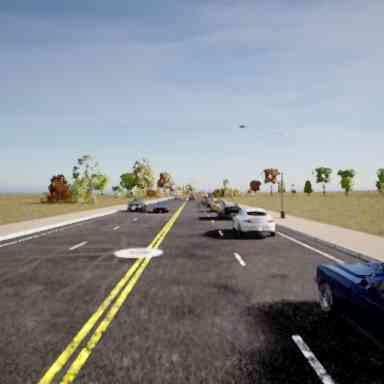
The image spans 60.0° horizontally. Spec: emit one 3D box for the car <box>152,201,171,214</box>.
[{"bbox_3d":[-3.342,1.677,37.768,2.033,1.411,5.357,0,0,0],"label":"car"}]

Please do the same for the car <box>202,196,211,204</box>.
[{"bbox_3d":[3.257,1.700,73.819,1.801,1.575,5.366,0,0,0],"label":"car"}]

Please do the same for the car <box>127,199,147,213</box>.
[{"bbox_3d":[-6.587,1.629,40.035,2.128,1.511,4.902,0,0,0],"label":"car"}]

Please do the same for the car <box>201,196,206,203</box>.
[{"bbox_3d":[3.255,1.757,62.628,2.033,1.411,5.357,0,0,0],"label":"car"}]

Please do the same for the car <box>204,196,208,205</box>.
[{"bbox_3d":[3.254,1.776,51.659,1.895,1.301,4.718,0,0,0],"label":"car"}]

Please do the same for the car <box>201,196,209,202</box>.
[{"bbox_3d":[3.257,1.733,84.819,1.801,1.575,5.366,0,0,0],"label":"car"}]

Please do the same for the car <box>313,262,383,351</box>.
[{"bbox_3d":[3.349,1.618,4.557,1.895,1.301,4.718,0,0,0],"label":"car"}]

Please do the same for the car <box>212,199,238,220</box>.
[{"bbox_3d":[3.253,1.594,29.629,2.128,1.511,4.902,0,0,0],"label":"car"}]

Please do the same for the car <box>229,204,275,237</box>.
[{"bbox_3d":[3.353,1.591,18.546,1.812,1.442,4.674,0,0,0],"label":"car"}]

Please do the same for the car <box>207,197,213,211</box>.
[{"bbox_3d":[3.253,1.596,40.819,1.801,1.575,5.366,0,0,0],"label":"car"}]

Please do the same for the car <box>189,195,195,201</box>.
[{"bbox_3d":[0.008,1.702,93.010,2.033,1.411,5.357,0,0,0],"label":"car"}]
